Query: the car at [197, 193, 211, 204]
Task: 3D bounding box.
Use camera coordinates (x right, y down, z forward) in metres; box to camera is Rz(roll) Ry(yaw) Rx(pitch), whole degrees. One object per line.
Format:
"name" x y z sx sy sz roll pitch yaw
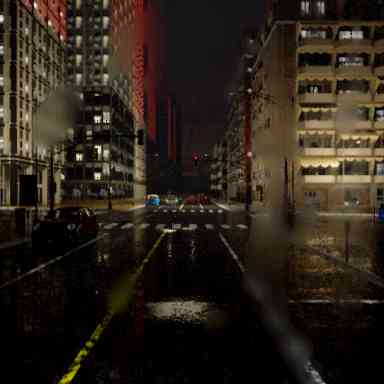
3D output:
"car" 2.608 1.297 64.544 2.192 1.841 5.009 0 0 0

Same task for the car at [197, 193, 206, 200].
"car" 2.573 1.303 92.298 2.192 1.841 5.009 0 0 0

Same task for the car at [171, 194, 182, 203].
"car" -3.090 1.337 68.476 2.097 1.767 4.553 0 0 0

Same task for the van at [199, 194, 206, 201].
"van" 2.587 1.325 81.196 1.690 1.788 3.998 0 0 0

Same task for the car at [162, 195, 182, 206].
"car" -3.146 1.333 52.765 2.097 1.767 4.553 0 0 0

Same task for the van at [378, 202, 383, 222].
"van" 16.897 1.689 26.166 3.998 1.788 1.690 1 -1 0

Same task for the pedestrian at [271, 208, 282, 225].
"pedestrian" 5.278 1.511 20.753 0.500 1.100 0.500 0 0 0

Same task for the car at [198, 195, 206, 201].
"car" 2.581 1.536 86.746 2.008 1.369 4.403 0 0 0

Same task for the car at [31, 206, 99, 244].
"car" -5.710 1.431 15.405 1.967 1.590 4.097 0 0 0

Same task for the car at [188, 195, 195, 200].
"car" -0.107 1.388 87.387 1.994 1.385 4.181 0 0 0

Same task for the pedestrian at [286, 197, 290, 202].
"pedestrian" 5.837 1.131 20.153 0.375 1.860 0.375 0 0 0

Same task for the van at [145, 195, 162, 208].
"van" -5.751 1.322 47.879 1.690 1.788 3.998 0 0 0

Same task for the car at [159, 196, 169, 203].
"car" -5.778 1.507 69.913 1.752 1.417 4.829 0 0 0

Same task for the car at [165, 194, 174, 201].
"car" -5.800 1.426 86.735 1.967 1.590 4.097 0 0 0

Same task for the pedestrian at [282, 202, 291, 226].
"pedestrian" 5.654 1.412 19.512 0.375 1.300 0.375 0 0 0

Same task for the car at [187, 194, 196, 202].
"car" -0.094 1.330 77.317 2.097 1.767 4.553 0 0 0
